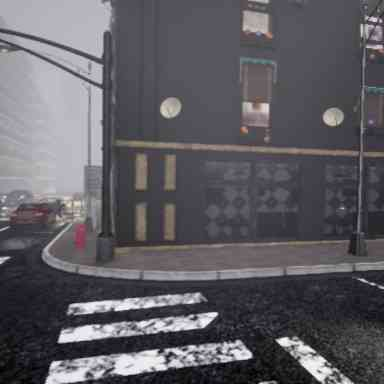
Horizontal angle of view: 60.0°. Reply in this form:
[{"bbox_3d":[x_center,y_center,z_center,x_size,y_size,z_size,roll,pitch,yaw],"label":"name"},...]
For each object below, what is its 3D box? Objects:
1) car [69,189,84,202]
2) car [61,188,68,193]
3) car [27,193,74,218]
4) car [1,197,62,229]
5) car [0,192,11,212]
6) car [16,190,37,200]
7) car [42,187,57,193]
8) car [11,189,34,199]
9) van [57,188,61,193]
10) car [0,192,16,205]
[{"bbox_3d":[-14.890,0.567,44.456,1.887,1.381,4.507,0,1,-14],"label":"car"},{"bbox_3d":[-31.780,-0.246,80.268,1.802,1.307,4.206,0,1,-14],"label":"car"},{"bbox_3d":[-9.617,1.014,22.940,2.008,1.369,4.403,0,1,-14],"label":"car"},{"bbox_3d":[-8.298,1.156,17.562,1.802,1.307,4.206,0,1,-14],"label":"car"},{"bbox_3d":[-15.673,0.839,24.956,2.128,1.511,4.902,1,1,-14],"label":"car"},{"bbox_3d":[-23.873,0.423,48.006,1.802,1.307,4.206,0,1,-14],"label":"car"},{"bbox_3d":[-27.786,0.036,63.971,1.752,1.417,4.829,0,1,-14],"label":"car"},{"bbox_3d":[-18.056,0.500,34.728,2.097,1.767,4.553,1,1,-14],"label":"car"},{"bbox_3d":[-29.144,-0.263,69.509,1.690,1.788,3.998,0,1,-14],"label":"van"},{"bbox_3d":[-21.237,0.644,37.253,1.802,1.307,4.206,0,1,-14],"label":"car"}]
